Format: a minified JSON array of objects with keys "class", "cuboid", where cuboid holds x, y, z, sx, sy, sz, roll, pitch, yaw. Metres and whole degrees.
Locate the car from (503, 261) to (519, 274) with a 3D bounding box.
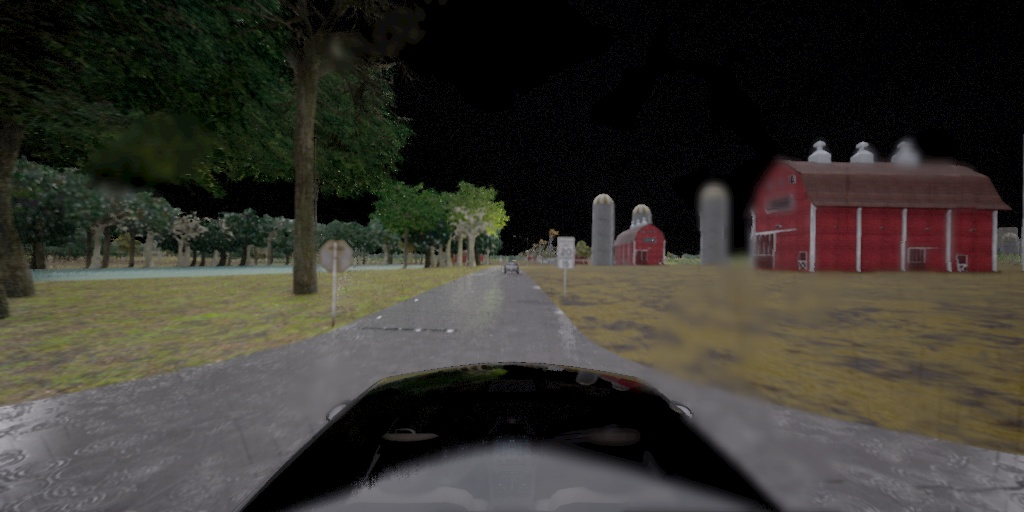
[{"class":"car","cuboid":[-0.054,1.401,44.777,2.128,1.511,4.902,1,-1,0]}]
